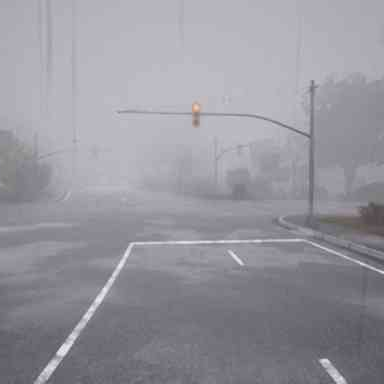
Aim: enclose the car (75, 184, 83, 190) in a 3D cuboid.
[{"bbox_3d":[-27.979,-1.163,82.037,1.837,1.490,4.892,-1,2,-19],"label":"car"}]
